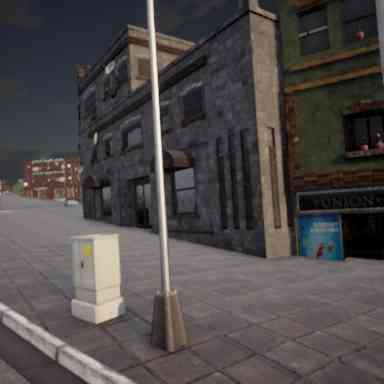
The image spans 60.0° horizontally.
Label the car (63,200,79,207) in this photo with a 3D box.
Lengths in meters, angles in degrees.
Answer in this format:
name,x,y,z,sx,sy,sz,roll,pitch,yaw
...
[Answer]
name,x,y,z,sx,sy,sz,roll,pitch,yaw
car,-25.324,2.456,69.744,1.812,1.442,4.674,-4,-1,5
